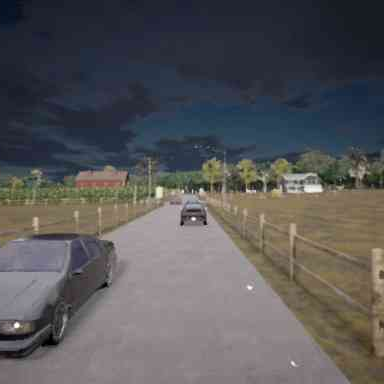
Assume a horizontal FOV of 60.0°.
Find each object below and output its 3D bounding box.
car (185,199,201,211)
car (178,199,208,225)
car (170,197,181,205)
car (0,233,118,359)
[{"bbox_3d":[0.121,1.592,41.687,1.994,1.385,4.181,0,0,0],"label":"car"},{"bbox_3d":[0.114,1.549,24.596,1.837,1.490,4.892,0,0,0],"label":"car"},{"bbox_3d":[-2.742,1.560,57.109,1.994,1.385,4.181,0,0,0],"label":"car"},{"bbox_3d":[-2.845,1.568,6.606,2.033,1.411,5.357,0,0,0],"label":"car"}]
